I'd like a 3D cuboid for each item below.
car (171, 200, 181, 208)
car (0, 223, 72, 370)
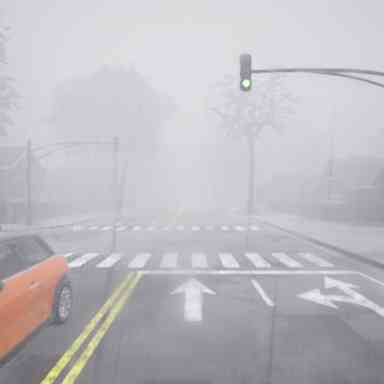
[{"bbox_3d":[-3.207,2.365,65.806,1.812,1.442,4.674,0,0,0],"label":"car"},{"bbox_3d":[-3.247,1.396,4.221,2.097,1.767,4.553,0,-1,0],"label":"car"}]
